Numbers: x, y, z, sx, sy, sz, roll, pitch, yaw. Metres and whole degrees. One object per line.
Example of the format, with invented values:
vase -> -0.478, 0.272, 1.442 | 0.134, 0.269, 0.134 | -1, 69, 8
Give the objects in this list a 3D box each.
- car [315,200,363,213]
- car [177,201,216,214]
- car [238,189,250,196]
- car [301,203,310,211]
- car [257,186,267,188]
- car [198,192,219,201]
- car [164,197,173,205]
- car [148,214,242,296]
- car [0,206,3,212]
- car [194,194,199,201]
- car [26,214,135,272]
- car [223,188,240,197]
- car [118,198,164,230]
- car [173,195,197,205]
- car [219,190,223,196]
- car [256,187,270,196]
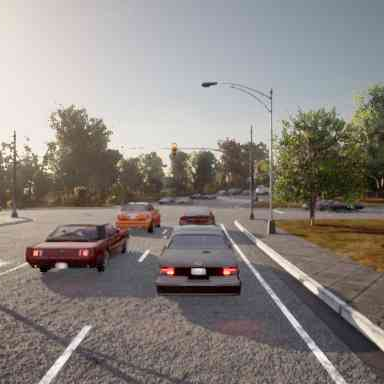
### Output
car -> 16.559, 1.638, 37.723 | 4.718, 1.301, 1.895 | -1, 0, 4
car -> 0.330, 1.517, 18.550 | 1.882, 1.535, 5.008 | 0, 0, 2
car -> 14.325, 0.259, 84.722 | 2.128, 1.511, 4.902 | 0, 3, 33
car -> 16.052, 1.660, 41.260 | 4.718, 1.301, 1.895 | -1, 0, 4
car -> 20.017, -0.765, 93.199 | 2.150, 2.045, 5.566 | 0, 3, 38
car -> 3.655, 1.256, 71.767 | 1.895, 1.301, 4.718 | 0, 2, 23
car -> -4.408, 1.625, 59.904 | 2.033, 1.411, 5.357 | 0, 1, 17
car -> 0.143, 1.558, 8.803 | 2.033, 1.411, 5.357 | 0, 0, 0
car -> -23.401, 1.770, 36.469 | 4.902, 1.511, 2.128 | -2, 0, 4
car -> 0.949, 1.204, 74.275 | 1.895, 1.301, 4.718 | 0, 2, 23
car -> -3.340, 1.616, 10.812 | 1.895, 1.301, 4.718 | 0, 0, 1
car -> 10.713, 0.033, 85.527 | 2.150, 2.045, 5.566 | 0, 3, 30
car -> -3.139, 1.397, 20.119 | 2.097, 1.767, 4.553 | 0, 0, 2
car -> -1.172, 1.646, 58.397 | 1.994, 1.385, 4.181 | 0, 1, 17
car -> 7.962, 0.309, 87.735 | 1.812, 1.442, 4.674 | 0, 3, 30
car -> 17.865, 0.262, 83.797 | 1.895, 1.301, 4.718 | 0, 3, 33
